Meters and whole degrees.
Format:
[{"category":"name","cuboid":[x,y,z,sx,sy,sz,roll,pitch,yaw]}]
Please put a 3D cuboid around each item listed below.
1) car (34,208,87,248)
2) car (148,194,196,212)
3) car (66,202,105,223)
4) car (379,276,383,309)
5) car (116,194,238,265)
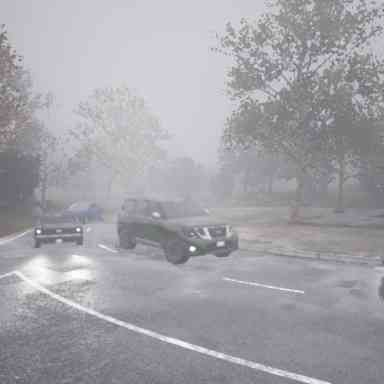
[{"category":"car","cuboid":[-6.043,1.601,15.021,1.895,1.301,4.718,0,0,-23]},{"category":"car","cuboid":[-2.231,1.217,39.043,5.566,2.045,2.150,0,0,-44]},{"category":"car","cuboid":[-8.067,1.478,24.722,1.882,1.535,5.008,0,0,6]},{"category":"car","cuboid":[5.246,1.350,4.601,4.553,1.767,2.097,0,0,23]},{"category":"car","cuboid":[-0.832,1.221,12.297,2.150,2.045,5.566,-1,0,-38]}]
